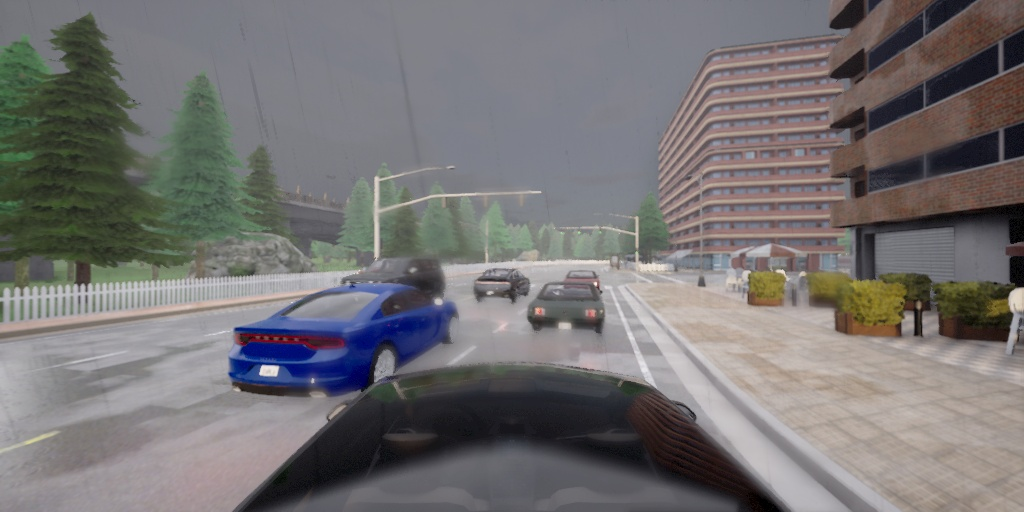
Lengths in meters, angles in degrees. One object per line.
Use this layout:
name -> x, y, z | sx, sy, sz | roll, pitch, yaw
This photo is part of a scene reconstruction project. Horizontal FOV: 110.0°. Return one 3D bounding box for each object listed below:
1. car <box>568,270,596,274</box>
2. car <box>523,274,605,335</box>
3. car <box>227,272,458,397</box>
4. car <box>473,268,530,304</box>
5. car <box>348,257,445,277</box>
car -> 4.033, 1.458, 20.497 | 1.895, 1.301, 4.718 | 0, 0, 13
car -> 1.770, 1.402, 10.783 | 1.895, 1.301, 4.718 | 0, 0, 13
car -> -2.521, 1.252, 6.785 | 1.882, 1.535, 5.008 | 0, 0, 10
car -> -0.339, 1.325, 17.057 | 2.128, 1.511, 4.902 | 0, 0, 13
car -> -4.664, 1.039, 14.910 | 2.150, 2.045, 5.566 | 0, -1, 14
